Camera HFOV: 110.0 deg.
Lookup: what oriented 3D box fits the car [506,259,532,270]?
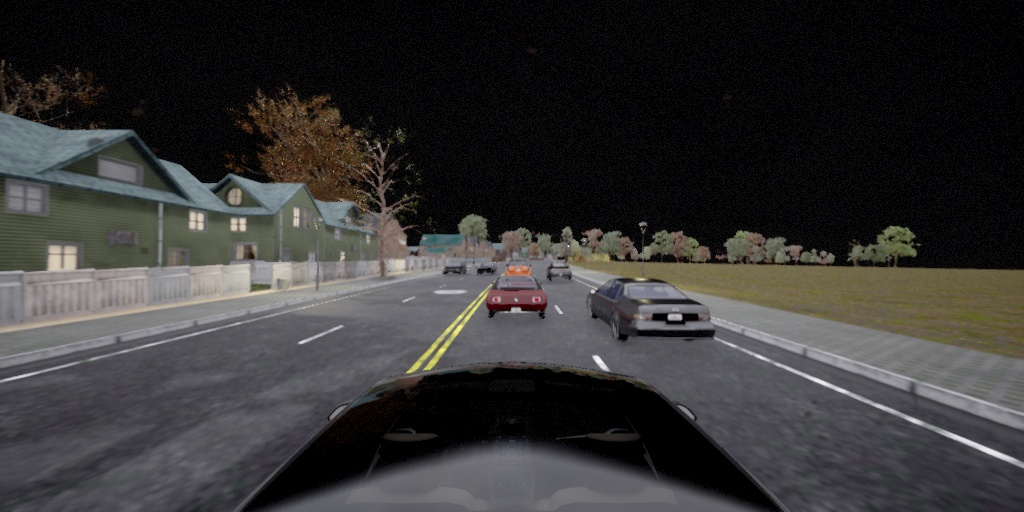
[{"bbox_3d":[0.568,1.096,29.677,2.097,1.767,4.553,0,0,2],"label":"car"}]

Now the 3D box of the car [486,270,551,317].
[{"bbox_3d":[0.179,1.346,13.067,1.895,1.301,4.718,0,0,1],"label":"car"}]

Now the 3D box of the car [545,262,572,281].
[{"bbox_3d":[3.824,1.234,29.810,2.128,1.511,4.902,0,0,2],"label":"car"}]

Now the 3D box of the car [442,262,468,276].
[{"bbox_3d":[-5.850,1.297,37.388,2.033,1.411,5.357,0,0,2],"label":"car"}]

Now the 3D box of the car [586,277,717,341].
[{"bbox_3d":[3.370,1.294,9.828,2.033,1.411,5.357,0,0,1],"label":"car"}]

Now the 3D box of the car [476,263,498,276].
[{"bbox_3d":[-2.584,1.348,37.658,1.895,1.301,4.718,0,0,2],"label":"car"}]
